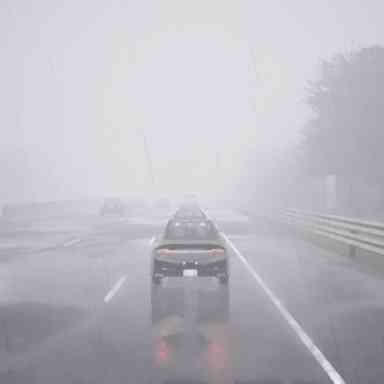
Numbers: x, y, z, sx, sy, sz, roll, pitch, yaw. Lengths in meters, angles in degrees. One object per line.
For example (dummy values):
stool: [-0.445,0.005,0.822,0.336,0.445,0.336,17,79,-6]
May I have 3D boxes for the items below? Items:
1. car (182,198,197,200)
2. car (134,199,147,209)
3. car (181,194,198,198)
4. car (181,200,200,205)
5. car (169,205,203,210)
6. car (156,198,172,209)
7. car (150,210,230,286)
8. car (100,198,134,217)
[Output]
car: [-0.182,1.561,33.382,1.994,1.385,4.181,0,0,-1]
car: [-7.322,1.599,45.680,1.895,1.301,4.718,0,0,-1]
car: [-0.322,1.222,45.911,2.150,2.045,5.566,0,0,-1]
car: [-0.193,1.547,24.521,2.033,1.411,5.357,0,0,0]
car: [-0.127,1.600,18.199,1.895,1.301,4.718,0,0,-1]
car: [-3.816,1.546,45.301,2.033,1.411,5.357,0,0,-1]
car: [-0.051,1.491,9.433,2.128,1.511,4.902,0,0,0]
car: [-7.165,1.350,31.425,2.097,1.767,4.553,0,0,-1]
